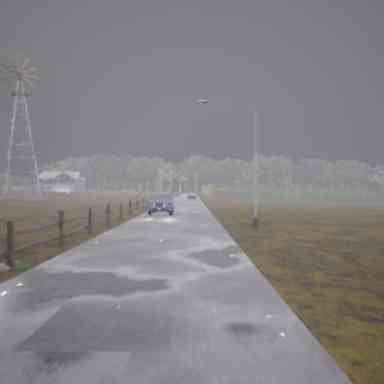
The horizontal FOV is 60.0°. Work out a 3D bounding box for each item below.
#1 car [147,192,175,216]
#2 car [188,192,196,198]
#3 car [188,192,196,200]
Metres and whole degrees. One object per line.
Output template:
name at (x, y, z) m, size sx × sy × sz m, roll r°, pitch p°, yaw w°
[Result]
car at (-2.755, 1.035, 30.617) m, size 2.150 × 2.045 × 5.566 m, roll 0°, pitch 0°, yaw 0°
car at (0.000, 0.770, 83.962) m, size 1.837 × 1.490 × 4.892 m, roll 0°, pitch 1°, yaw 0°
car at (0.000, 0.960, 73.546) m, size 1.882 × 1.535 × 5.008 m, roll 0°, pitch 0°, yaw 0°
